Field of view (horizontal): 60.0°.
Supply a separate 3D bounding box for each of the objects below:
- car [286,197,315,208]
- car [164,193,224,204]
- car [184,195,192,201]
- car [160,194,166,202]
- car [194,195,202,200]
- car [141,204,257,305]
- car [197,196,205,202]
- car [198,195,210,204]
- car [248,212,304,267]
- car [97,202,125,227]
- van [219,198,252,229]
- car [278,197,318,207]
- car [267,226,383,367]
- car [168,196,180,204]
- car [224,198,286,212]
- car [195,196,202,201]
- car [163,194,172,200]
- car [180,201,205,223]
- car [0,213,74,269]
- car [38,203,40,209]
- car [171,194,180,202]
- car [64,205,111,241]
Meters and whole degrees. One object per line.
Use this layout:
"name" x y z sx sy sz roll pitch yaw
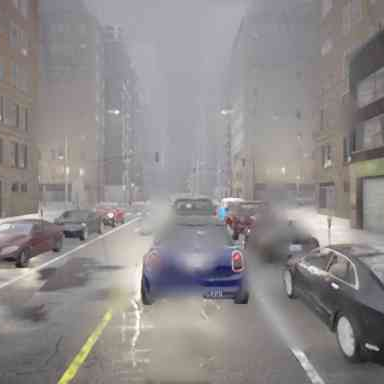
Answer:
"car" 15.658 1.472 45.835 4.902 1.511 2.128 0 0 -1
"car" 0.048 1.219 15.819 2.150 2.045 5.566 0 0 0
"car" -1.147 1.600 91.352 1.994 1.385 4.181 0 0 -1
"car" -6.459 1.466 77.217 1.967 1.590 4.097 0 0 -1
"car" 1.632 1.604 94.380 1.887 1.381 4.507 0 0 -1
"car" 0.028 1.351 8.239 2.097 1.767 4.553 0 0 -1
"car" 2.064 1.608 77.425 1.802 1.307 4.206 0 0 -1
"car" 2.351 1.456 66.119 1.967 1.590 4.097 0 0 -1
"car" 2.824 1.564 11.183 1.947 1.339 4.313 0 0 0
"car" -5.739 1.437 22.196 1.967 1.590 4.097 0 0 0
"van" 2.787 1.338 22.230 1.690 1.788 3.998 0 0 0
"car" 15.575 1.532 49.085 5.357 1.411 2.033 0 0 -1
"car" 2.843 1.550 5.659 2.008 1.369 4.403 0 0 0
"car" -3.505 1.506 64.075 2.128 1.511 4.902 0 0 -1
"car" 2.806 1.312 16.707 2.192 1.841 5.009 0 0 0
"car" 1.777 1.624 88.727 1.802 1.307 4.206 0 0 -1
"car" -6.891 1.374 94.177 2.192 1.841 5.009 0 0 -1
"car" 0.010 1.522 26.385 1.812 1.442 4.674 0 0 -1
"car" -5.701 1.580 11.146 1.802 1.307 4.206 0 0 0
"car" -20.356 1.488 38.811 5.008 1.535 1.882 0 0 -1
"car" -3.842 1.383 79.222 2.097 1.767 4.553 0 0 -1
"car" -5.720 1.563 16.671 1.947 1.339 4.313 0 0 0
